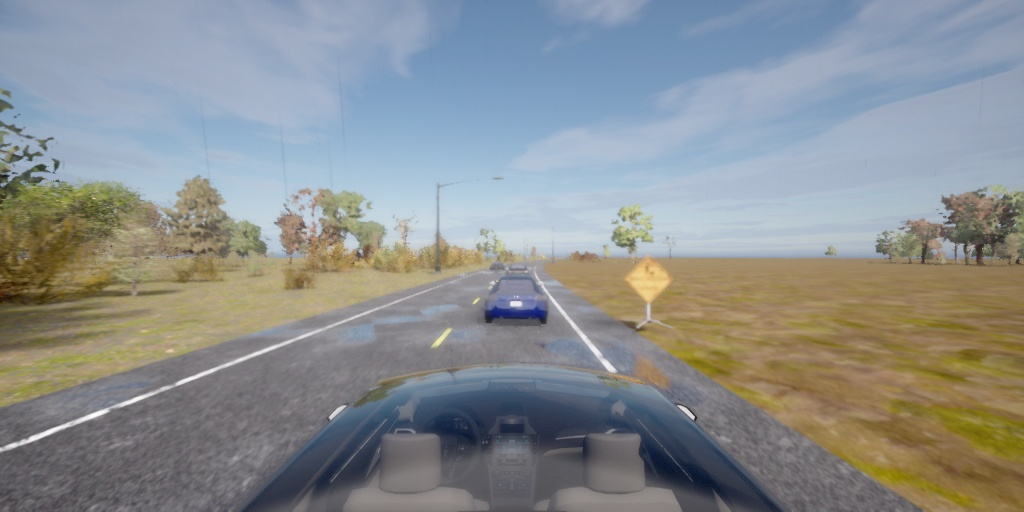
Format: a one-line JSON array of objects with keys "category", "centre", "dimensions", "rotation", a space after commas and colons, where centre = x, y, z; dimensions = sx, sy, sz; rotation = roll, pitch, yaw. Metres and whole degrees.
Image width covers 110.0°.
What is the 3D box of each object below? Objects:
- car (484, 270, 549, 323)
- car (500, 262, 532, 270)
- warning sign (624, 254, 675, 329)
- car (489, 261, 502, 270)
[{"category": "car", "centre": [0.154, 1.339, 12.211], "dimensions": [1.994, 1.385, 4.181], "rotation": [0, 0, 1]}, {"category": "car", "centre": [0.497, 1.304, 27.566], "dimensions": [2.128, 1.511, 4.902], "rotation": [0, 0, 2]}, {"category": "warning sign", "centre": [3.587, 0.887, 9.445], "dimensions": [1.300, 1.860, 1.060], "rotation": [0, 0, 1]}, {"category": "car", "centre": [-2.064, 1.425, 51.570], "dimensions": [1.994, 1.385, 4.181], "rotation": [0, 0, 4]}]
